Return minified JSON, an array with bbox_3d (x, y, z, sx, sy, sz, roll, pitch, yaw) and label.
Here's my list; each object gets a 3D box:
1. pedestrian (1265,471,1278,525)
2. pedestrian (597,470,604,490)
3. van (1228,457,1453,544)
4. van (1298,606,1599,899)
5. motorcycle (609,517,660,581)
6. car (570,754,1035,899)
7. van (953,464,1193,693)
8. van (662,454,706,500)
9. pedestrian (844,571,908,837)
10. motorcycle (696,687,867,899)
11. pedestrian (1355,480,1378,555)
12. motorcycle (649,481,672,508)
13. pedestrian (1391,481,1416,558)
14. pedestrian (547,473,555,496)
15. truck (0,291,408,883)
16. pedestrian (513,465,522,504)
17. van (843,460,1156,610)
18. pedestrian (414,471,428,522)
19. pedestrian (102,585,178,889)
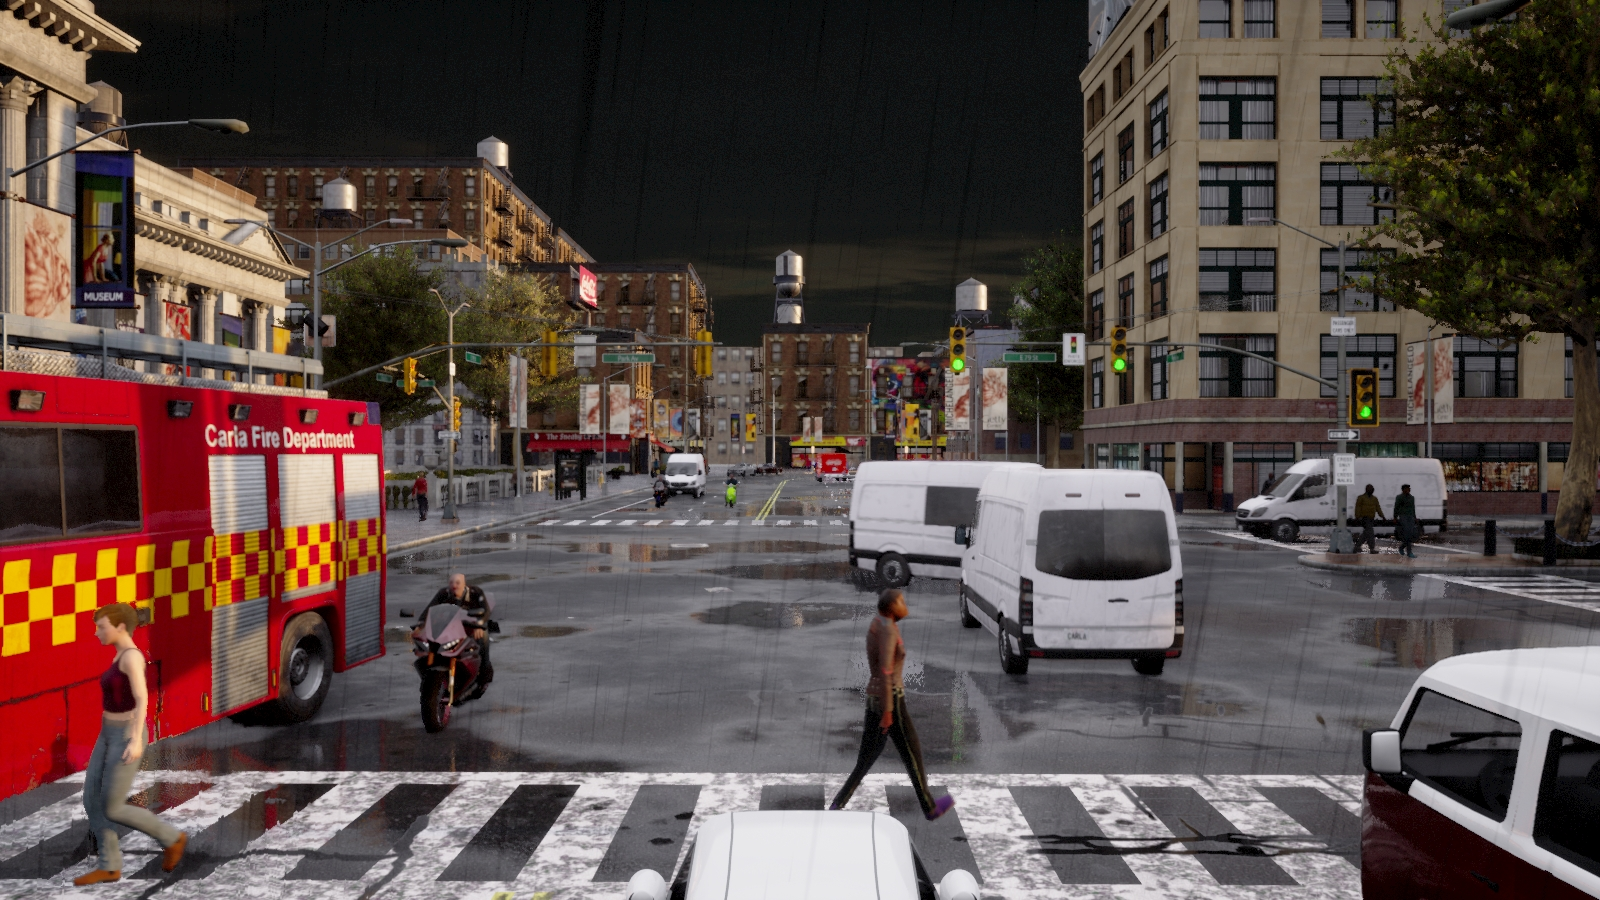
[{"bbox_3d":[16.625,1.680,40.276,0.375,1.860,0.375,0,0,28],"label":"pedestrian"},{"bbox_3d":[-12.969,1.947,74.433,0.375,1.300,0.375,0,0,1],"label":"pedestrian"},{"bbox_3d":[16.473,1.521,35.051,5.915,2.561,1.988,0,0,1],"label":"van"},{"bbox_3d":[3.528,1.775,3.509,2.069,2.038,4.480,0,-1,1],"label":"van"},{"bbox_3d":[-3.685,2.195,25.641,0.867,1.251,2.209,0,0,-1],"label":"motorcycle"},{"bbox_3d":[0.010,2.118,4.246,1.481,1.376,2.207,0,0,0],"label":"car"},{"bbox_3d":[3.555,1.528,16.176,1.988,2.561,5.915,0,0,0],"label":"van"},{"bbox_3d":[-6.770,1.508,67.169,1.988,2.561,5.915,0,0,0],"label":"van"},{"bbox_3d":[0.557,1.845,8.432,0.375,1.860,0.375,0,0,-15],"label":"pedestrian"},{"bbox_3d":[-0.089,2.179,6.613,0.856,1.236,1.805,0,0,0],"label":"motorcycle"},{"bbox_3d":[14.297,1.692,28.833,0.375,1.860,0.375,0,0,-11],"label":"pedestrian"},{"bbox_3d":[-6.817,2.183,56.000,0.867,1.251,2.209,0,0,0],"label":"motorcycle"},{"bbox_3d":[14.828,1.692,28.071,0.375,1.860,0.375,0,0,-10],"label":"pedestrian"},{"bbox_3d":[-14.012,1.951,64.302,0.375,1.300,0.375,0,0,-6],"label":"pedestrian"},{"bbox_3d":[-6.431,0.887,9.233,2.891,3.827,8.468,0,0,6],"label":"truck"},{"bbox_3d":[-13.771,1.675,55.676,0.375,1.860,0.375,0,0,-4],"label":"pedestrian"},{"bbox_3d":[3.836,1.524,22.807,5.915,2.561,1.988,0,1,38],"label":"van"},{"bbox_3d":[-13.750,1.680,41.459,0.375,1.860,0.375,0,0,1],"label":"pedestrian"},{"bbox_3d":[-4.326,1.846,7.485,0.375,1.860,0.375,0,0,-39],"label":"pedestrian"}]
